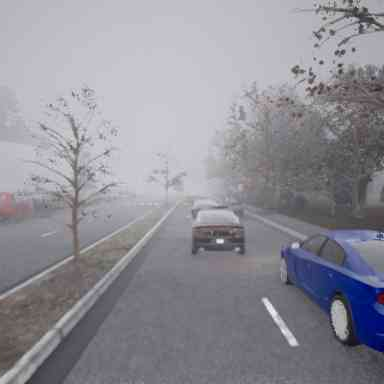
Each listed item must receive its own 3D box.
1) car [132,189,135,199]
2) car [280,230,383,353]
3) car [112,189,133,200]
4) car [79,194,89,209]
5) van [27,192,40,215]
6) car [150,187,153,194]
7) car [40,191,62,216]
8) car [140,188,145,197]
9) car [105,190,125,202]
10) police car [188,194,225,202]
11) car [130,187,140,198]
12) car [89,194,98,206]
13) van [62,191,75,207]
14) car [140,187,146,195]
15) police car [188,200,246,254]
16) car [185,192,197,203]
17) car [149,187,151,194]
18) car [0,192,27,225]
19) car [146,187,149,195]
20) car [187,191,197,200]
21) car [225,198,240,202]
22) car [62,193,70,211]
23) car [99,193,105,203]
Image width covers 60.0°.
[{"bbox_3d":[-13.865,0.740,63.053,4.674,1.452,2.002,-1,1,-20],"label":"car"},{"bbox_3d":[3.095,1.448,6.287,1.882,1.535,5.008,0,0,0],"label":"car"},{"bbox_3d":[-14.033,0.750,59.980,5.366,1.575,1.946,-1,1,-20],"label":"car"},{"bbox_3d":[-13.839,0.972,36.060,4.553,1.767,2.185,-1,1,-20],"label":"car"},{"bbox_3d":[-13.764,1.043,24.164,4.442,1.987,1.878,-1,1,-20],"label":"van"},{"bbox_3d":[-13.846,0.052,90.070,5.008,1.535,2.097,-1,2,-20],"label":"car"},{"bbox_3d":[-13.847,0.976,27.116,5.566,2.045,2.435,-1,1,-20],"label":"car"},{"bbox_3d":[-13.686,0.521,72.125,5.366,1.575,1.946,-1,1,-20],"label":"car"},{"bbox_3d":[-13.837,0.868,54.057,4.792,1.488,2.163,-1,1,-20],"label":"car"},{"bbox_3d":[0.892,1.216,23.203,1.930,1.638,5.238,0,1,0],"label":"police car"},{"bbox_3d":[-13.837,0.399,66.067,5.566,2.045,2.435,-1,1,-20],"label":"car"},{"bbox_3d":[-13.861,1.096,39.035,4.674,1.452,2.002,-1,1,-20],"label":"car"},{"bbox_3d":[-13.979,0.918,33.024,4.442,1.987,1.878,-1,1,-20],"label":"van"},{"bbox_3d":[-13.886,0.209,75.046,5.566,2.045,2.435,-1,2,-20],"label":"car"},{"bbox_3d":[0.896,1.339,13.206,1.930,1.638,5.238,0,1,0],"label":"police car"},{"bbox_3d":[-0.010,0.879,50.379,1.882,1.535,5.008,0,1,0],"label":"car"},{"bbox_3d":[-13.857,0.181,87.072,4.674,1.452,2.002,-1,1,-20],"label":"car"},{"bbox_3d":[-13.900,1.062,21.120,5.566,2.045,2.435,-1,1,-20],"label":"car"},{"bbox_3d":[-13.887,0.102,84.058,4.553,1.767,2.185,-1,1,-20],"label":"car"},{"bbox_3d":[-0.024,0.662,64.671,1.882,1.535,5.008,0,1,0],"label":"car"},{"bbox_3d":[3.088,1.221,27.513,2.128,1.511,4.902,0,1,0],"label":"car"},{"bbox_3d":[-13.862,1.186,30.088,4.892,1.521,2.231,-1,1,-20],"label":"car"},{"bbox_3d":[-13.840,1.041,42.053,4.792,1.488,2.163,-1,1,-20],"label":"car"}]
